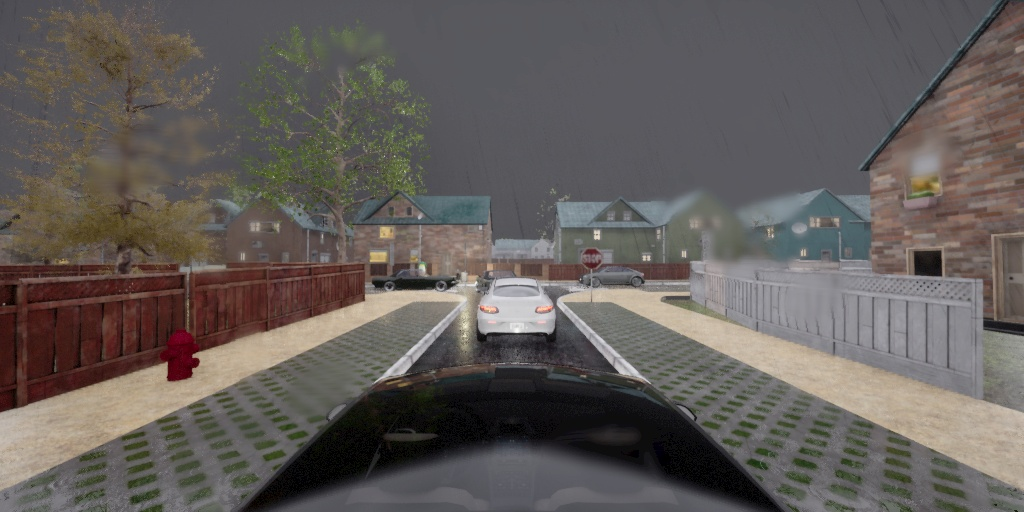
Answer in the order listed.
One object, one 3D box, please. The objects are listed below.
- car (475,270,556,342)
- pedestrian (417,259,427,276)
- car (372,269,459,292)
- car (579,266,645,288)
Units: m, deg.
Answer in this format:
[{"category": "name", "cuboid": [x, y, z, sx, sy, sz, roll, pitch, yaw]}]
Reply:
[{"category": "car", "cuboid": [0.100, 1.279, 9.707, 1.812, 1.442, 4.674, 0, 0, 0]}, {"category": "pedestrian", "cuboid": [-6.711, 1.118, 26.793, 0.375, 1.860, 0.375, 0, -1, 1]}, {"category": "car", "cuboid": [-5.490, 1.416, 20.909, 4.718, 1.301, 1.895, -1, -1, 1]}, {"category": "car", "cuboid": [6.529, 1.344, 23.704, 4.181, 1.385, 1.994, 0, -1, 1]}]
